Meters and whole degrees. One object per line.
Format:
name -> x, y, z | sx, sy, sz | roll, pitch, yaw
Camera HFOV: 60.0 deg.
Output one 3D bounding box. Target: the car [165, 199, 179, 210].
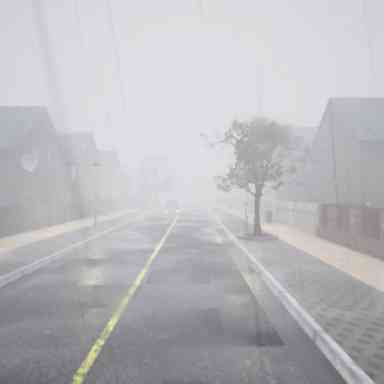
car -> -2.762, 1.744, 46.999 | 1.812, 1.442, 4.674 | 0, -1, 0
